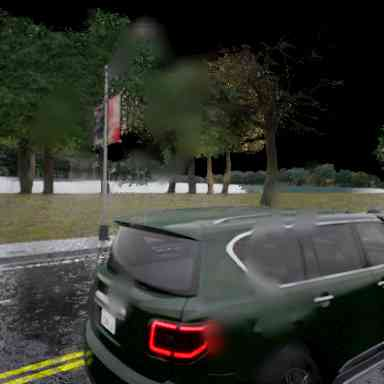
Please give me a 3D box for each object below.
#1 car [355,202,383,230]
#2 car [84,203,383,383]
[{"bbox_3d":[12.490,1.356,20.571,5.357,1.411,2.033,-1,1,-35],"label":"car"},{"bbox_3d":[1.451,1.206,4.472,5.566,2.045,2.150,0,0,-35],"label":"car"}]
